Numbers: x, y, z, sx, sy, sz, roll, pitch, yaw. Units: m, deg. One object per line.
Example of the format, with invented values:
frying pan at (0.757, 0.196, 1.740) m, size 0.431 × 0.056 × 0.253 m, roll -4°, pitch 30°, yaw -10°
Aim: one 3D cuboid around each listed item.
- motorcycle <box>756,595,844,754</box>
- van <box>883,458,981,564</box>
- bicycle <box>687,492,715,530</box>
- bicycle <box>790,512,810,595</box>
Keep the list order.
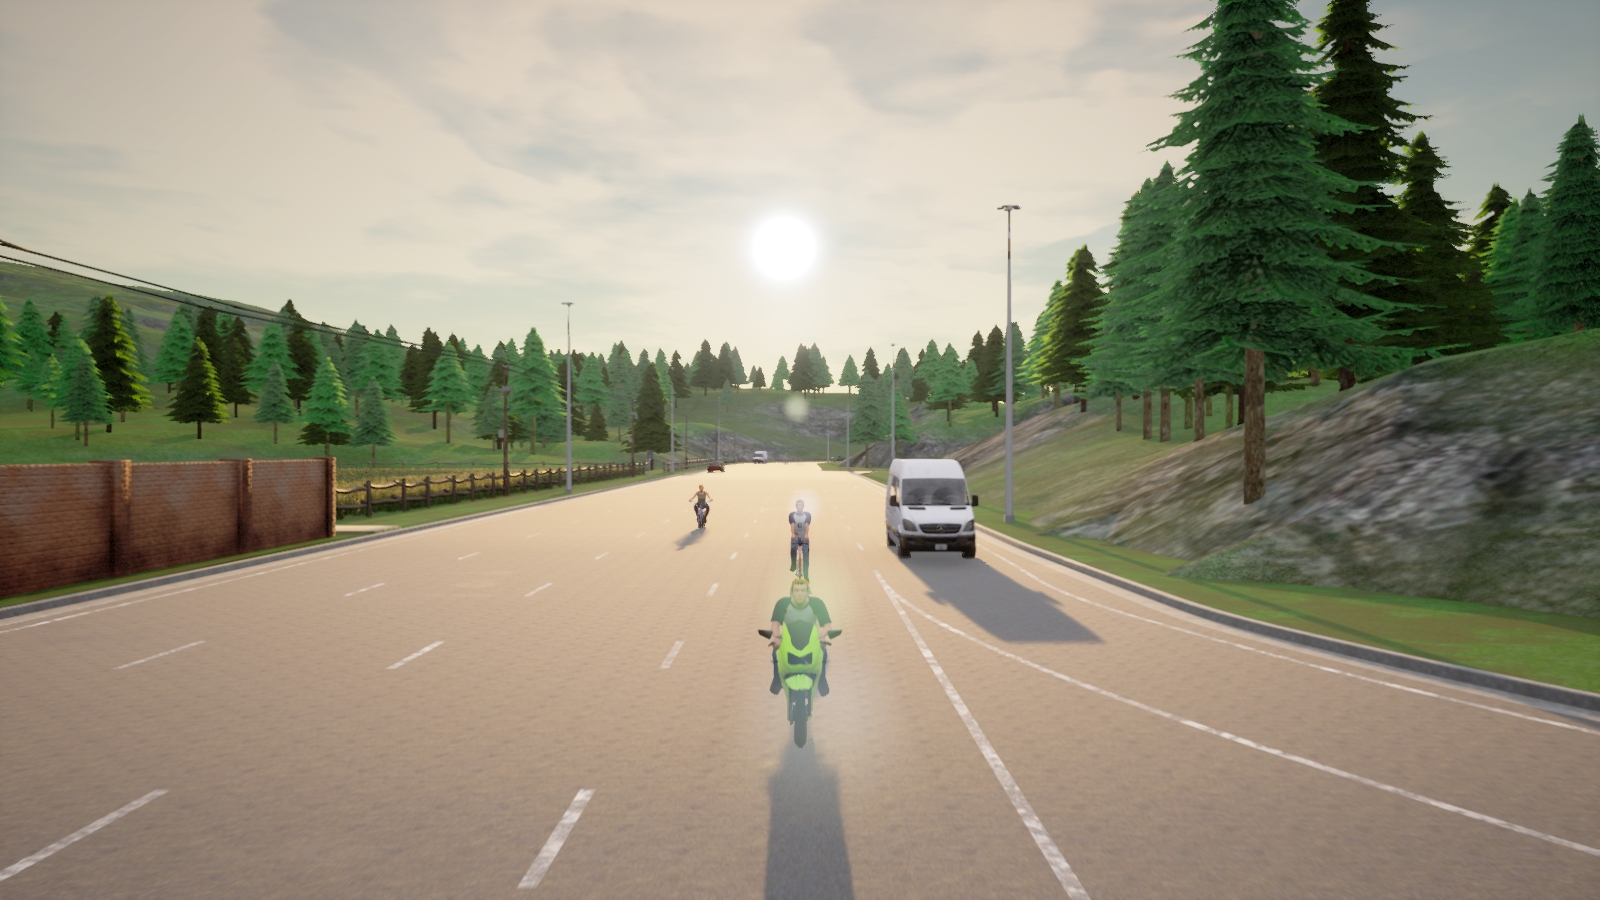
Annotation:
motorcycle at (0.000, 2.186, 11.481) m, size 0.803 × 1.199 × 2.033 m, roll 0°, pitch 0°, yaw 0°
van at (3.496, 1.534, 31.299) m, size 1.988 × 2.561 × 5.915 m, roll 0°, pitch 0°, yaw 0°
bicycle at (-3.500, 2.158, 40.442) m, size 0.859 × 1.277 × 1.487 m, roll 0°, pitch 0°, yaw 0°
bicycle at (0.000, 2.056, 22.980) m, size 0.373 × 1.496 × 1.643 m, roll 0°, pitch 1°, yaw 0°
